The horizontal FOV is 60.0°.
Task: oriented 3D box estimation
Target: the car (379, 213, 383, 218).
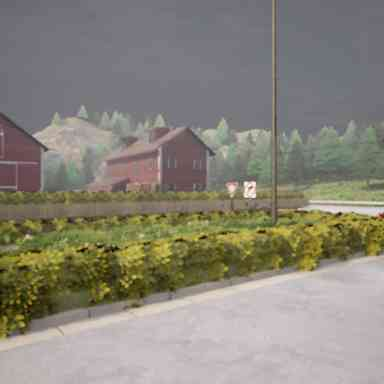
[{"bbox_3d":[13.446,1.546,19.563,1.895,1.301,4.718,0,0,-17],"label":"car"}]
